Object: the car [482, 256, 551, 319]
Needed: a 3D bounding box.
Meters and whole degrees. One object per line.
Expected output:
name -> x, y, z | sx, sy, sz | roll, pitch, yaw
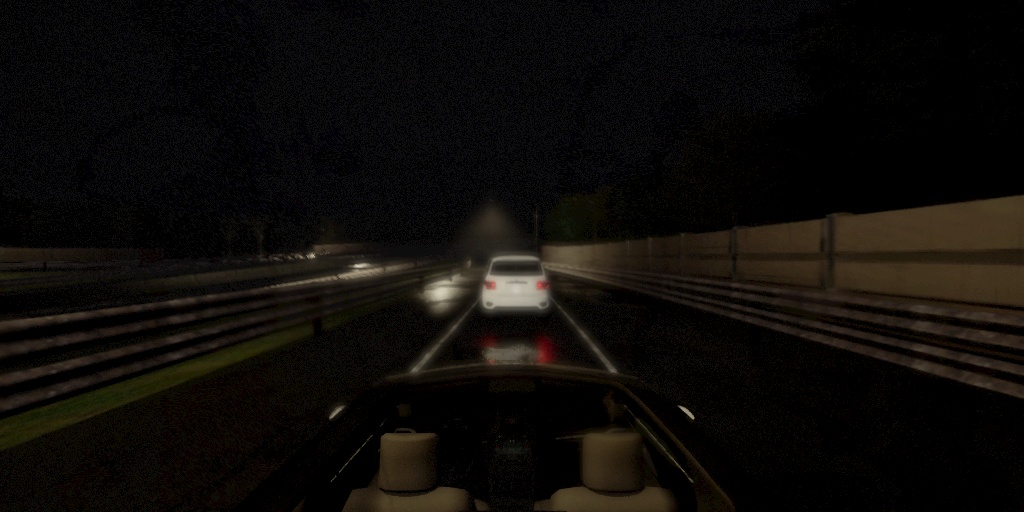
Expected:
car -> 0.170, 1.024, 13.194 | 2.150, 2.045, 5.566 | 0, 0, 1
